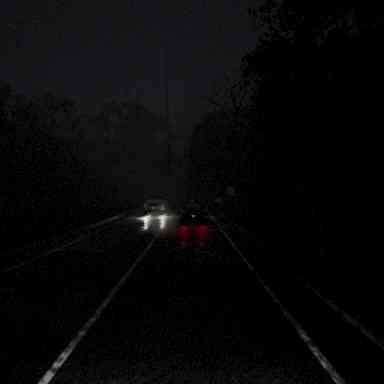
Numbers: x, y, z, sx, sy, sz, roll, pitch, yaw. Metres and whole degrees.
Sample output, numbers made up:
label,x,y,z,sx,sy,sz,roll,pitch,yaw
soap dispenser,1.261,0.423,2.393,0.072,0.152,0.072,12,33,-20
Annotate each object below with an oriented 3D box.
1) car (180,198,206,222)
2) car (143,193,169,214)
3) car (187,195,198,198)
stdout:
label,x,y,z,sx,sy,sz,roll,pitch,yaw
car,0.092,1.467,25.488,1.812,1.442,4.674,0,0,0
car,-3.590,1.114,33.896,2.150,2.045,5.566,0,1,0
car,0.088,1.182,42.538,2.097,1.767,4.553,0,1,0
